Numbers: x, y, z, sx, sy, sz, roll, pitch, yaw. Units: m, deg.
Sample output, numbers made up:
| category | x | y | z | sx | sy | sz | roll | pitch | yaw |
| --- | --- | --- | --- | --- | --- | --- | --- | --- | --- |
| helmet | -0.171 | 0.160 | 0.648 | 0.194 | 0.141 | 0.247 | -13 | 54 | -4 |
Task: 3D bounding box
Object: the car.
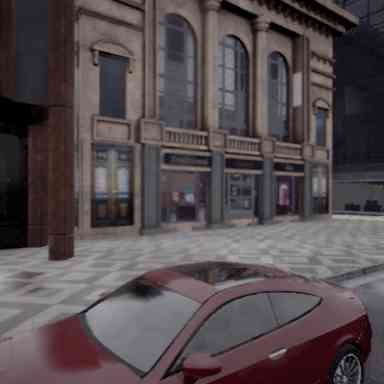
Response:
| category | x | y | z | sx | sy | sz | roll | pitch | yaw |
| --- | --- | --- | --- | --- | --- | --- | --- | --- | --- |
| car | -0.004 | 1.523 | 3.332 | 4.674 | 1.442 | 1.812 | 0 | 0 | -35 |
